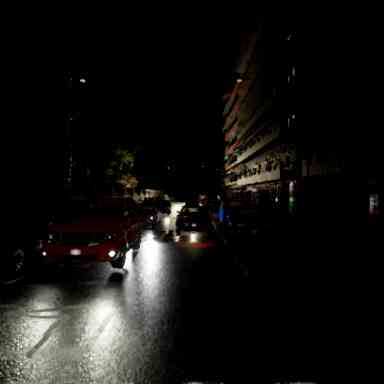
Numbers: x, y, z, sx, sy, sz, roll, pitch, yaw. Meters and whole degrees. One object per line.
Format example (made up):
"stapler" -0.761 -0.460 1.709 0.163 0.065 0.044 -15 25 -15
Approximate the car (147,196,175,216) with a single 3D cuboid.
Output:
"car" -3.070 1.511 33.642 1.882 1.535 5.008 0 0 0

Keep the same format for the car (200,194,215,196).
"car" 2.693 1.375 50.114 2.192 1.841 5.009 0 0 0

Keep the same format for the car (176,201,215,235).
"car" 0.099 1.492 19.042 1.882 1.535 5.008 0 0 0

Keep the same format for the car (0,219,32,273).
"car" -5.688 1.573 10.703 1.947 1.339 4.313 0 0 0

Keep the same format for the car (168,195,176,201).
"car" -5.689 1.703 94.986 1.752 1.417 4.829 0 0 0

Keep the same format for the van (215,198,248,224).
"van" 2.693 1.359 21.964 1.690 1.788 3.998 0 0 0

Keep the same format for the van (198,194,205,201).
"van" 2.692 1.519 95.156 1.690 1.788 3.998 0 0 0

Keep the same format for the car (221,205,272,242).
"car" 2.693 1.557 16.333 1.887 1.381 4.507 0 0 0

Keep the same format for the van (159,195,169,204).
"van" -5.688 1.437 67.004 1.690 1.788 3.998 0 0 0

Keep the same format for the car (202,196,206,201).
"car" 2.692 1.595 44.484 1.887 1.381 4.507 0 0 0

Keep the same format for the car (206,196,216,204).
"car" 2.693 1.472 33.224 1.967 1.590 4.097 0 0 0

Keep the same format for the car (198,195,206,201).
"car" 2.691 1.601 89.525 1.967 1.590 4.097 0 0 0

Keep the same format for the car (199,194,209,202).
"car" 2.692 1.441 78.265 2.192 1.841 5.009 0 0 0

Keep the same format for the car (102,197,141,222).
"car" -5.688 1.340 27.594 2.192 1.841 5.009 0 0 0

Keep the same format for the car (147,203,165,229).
"car" -3.079 1.619 21.794 1.895 1.301 4.718 0 0 0

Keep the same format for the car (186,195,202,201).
"car" 0.041 1.526 43.511 1.882 1.535 5.008 0 0 1

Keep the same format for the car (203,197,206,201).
"car" 2.692 1.592 38.854 2.008 1.369 4.403 0 0 0

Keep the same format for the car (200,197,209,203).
"car" 2.692 1.692 72.635 1.802 1.307 4.206 0 0 0

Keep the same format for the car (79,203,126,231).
"car" -5.687 1.543 21.794 1.752 1.417 4.829 0 0 0

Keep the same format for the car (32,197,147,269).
"car" -3.088 1.229 11.514 2.150 2.045 5.566 0 0 -1

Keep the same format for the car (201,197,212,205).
"car" 2.691 1.628 61.375 1.887 1.381 4.507 0 0 0
